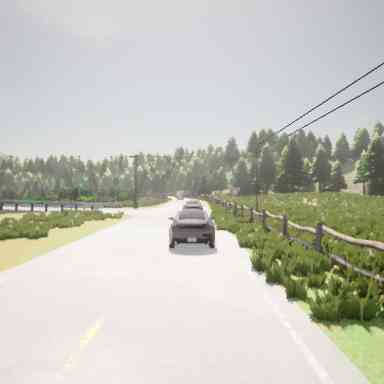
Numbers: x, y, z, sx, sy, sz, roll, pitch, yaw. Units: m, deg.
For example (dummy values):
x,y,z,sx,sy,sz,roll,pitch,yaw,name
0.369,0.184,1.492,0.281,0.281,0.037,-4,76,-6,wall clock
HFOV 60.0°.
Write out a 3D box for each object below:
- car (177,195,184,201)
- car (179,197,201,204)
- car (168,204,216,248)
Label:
x,y,z,sx,sy,sz,roll,pitch,yaw,name
-3.075,1.517,85.976,2.128,1.511,4.902,0,0,-2,car
0.082,1.514,29.632,1.837,1.490,4.892,0,0,1,car
0.000,1.513,14.650,1.837,1.490,4.892,0,0,0,car
